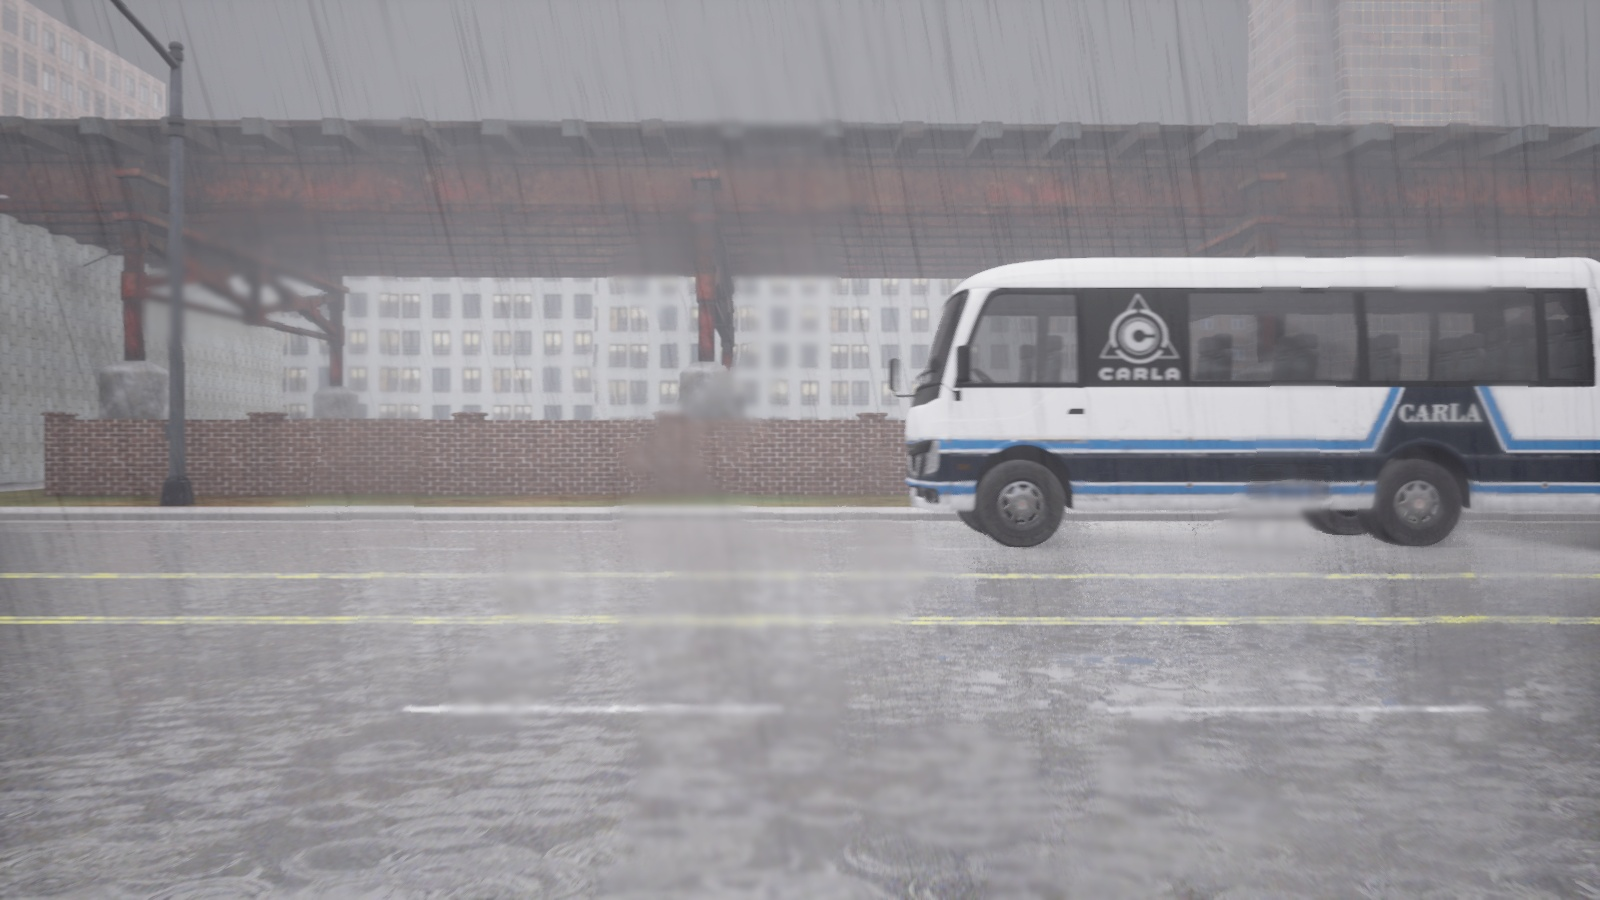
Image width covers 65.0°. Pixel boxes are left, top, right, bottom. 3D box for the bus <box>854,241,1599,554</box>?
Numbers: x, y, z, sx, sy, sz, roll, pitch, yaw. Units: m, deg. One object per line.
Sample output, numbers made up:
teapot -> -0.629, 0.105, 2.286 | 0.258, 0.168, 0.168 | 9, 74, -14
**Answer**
bus -> 6.045, -0.727, 19.125 | 10.273, 4.253, 3.944 | 0, 0, 0
